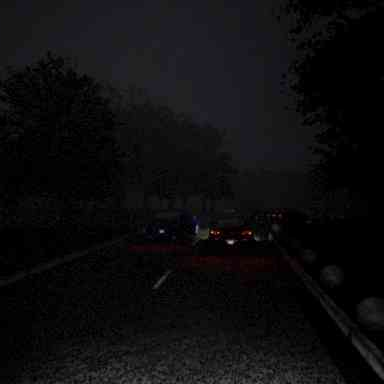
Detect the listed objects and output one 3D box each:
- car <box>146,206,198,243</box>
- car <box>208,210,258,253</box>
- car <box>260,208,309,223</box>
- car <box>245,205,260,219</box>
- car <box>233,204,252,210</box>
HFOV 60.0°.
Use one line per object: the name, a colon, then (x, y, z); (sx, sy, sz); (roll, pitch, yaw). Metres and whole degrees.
car: (-0.909, 1.708, 17.650); (1.882, 1.535, 5.008); (0, -1, 11)
car: (1.739, 1.720, 14.722); (1.812, 1.442, 4.674); (0, -1, 7)
car: (8.976, 2.185, 31.113); (2.033, 1.411, 5.357); (-1, -2, 44)
car: (7.821, 2.322, 34.586); (1.895, 1.301, 4.718); (-1, -2, 40)
car: (9.742, 2.939, 60.750); (1.837, 1.490, 4.892); (2, -2, -42)
